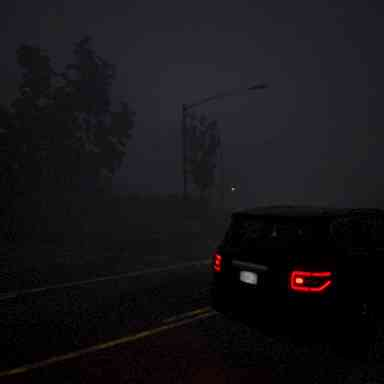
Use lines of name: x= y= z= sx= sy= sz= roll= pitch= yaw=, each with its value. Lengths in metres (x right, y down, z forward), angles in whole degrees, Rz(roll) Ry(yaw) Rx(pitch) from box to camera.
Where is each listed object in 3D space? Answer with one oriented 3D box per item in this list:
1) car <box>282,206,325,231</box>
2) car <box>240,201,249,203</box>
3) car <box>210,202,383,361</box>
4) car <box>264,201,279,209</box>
car: x=8.282 y=1.821 z=24.364 sx=2.128 sy=1.511 sz=4.902 roll=-1 pitch=-1 yaw=29
car: x=11.940 y=2.739 z=76.527 sx=1.837 sy=1.490 sz=4.892 roll=-1 pitch=-1 yaw=0
car: x=2.804 y=1.291 z=6.327 sx=5.566 sy=2.045 sz=2.150 roll=1 pitch=-1 yaw=-41
car: x=15.379 y=2.583 z=64.894 sx=1.812 sy=1.442 sz=4.674 roll=-1 pitch=-1 yaw=1
